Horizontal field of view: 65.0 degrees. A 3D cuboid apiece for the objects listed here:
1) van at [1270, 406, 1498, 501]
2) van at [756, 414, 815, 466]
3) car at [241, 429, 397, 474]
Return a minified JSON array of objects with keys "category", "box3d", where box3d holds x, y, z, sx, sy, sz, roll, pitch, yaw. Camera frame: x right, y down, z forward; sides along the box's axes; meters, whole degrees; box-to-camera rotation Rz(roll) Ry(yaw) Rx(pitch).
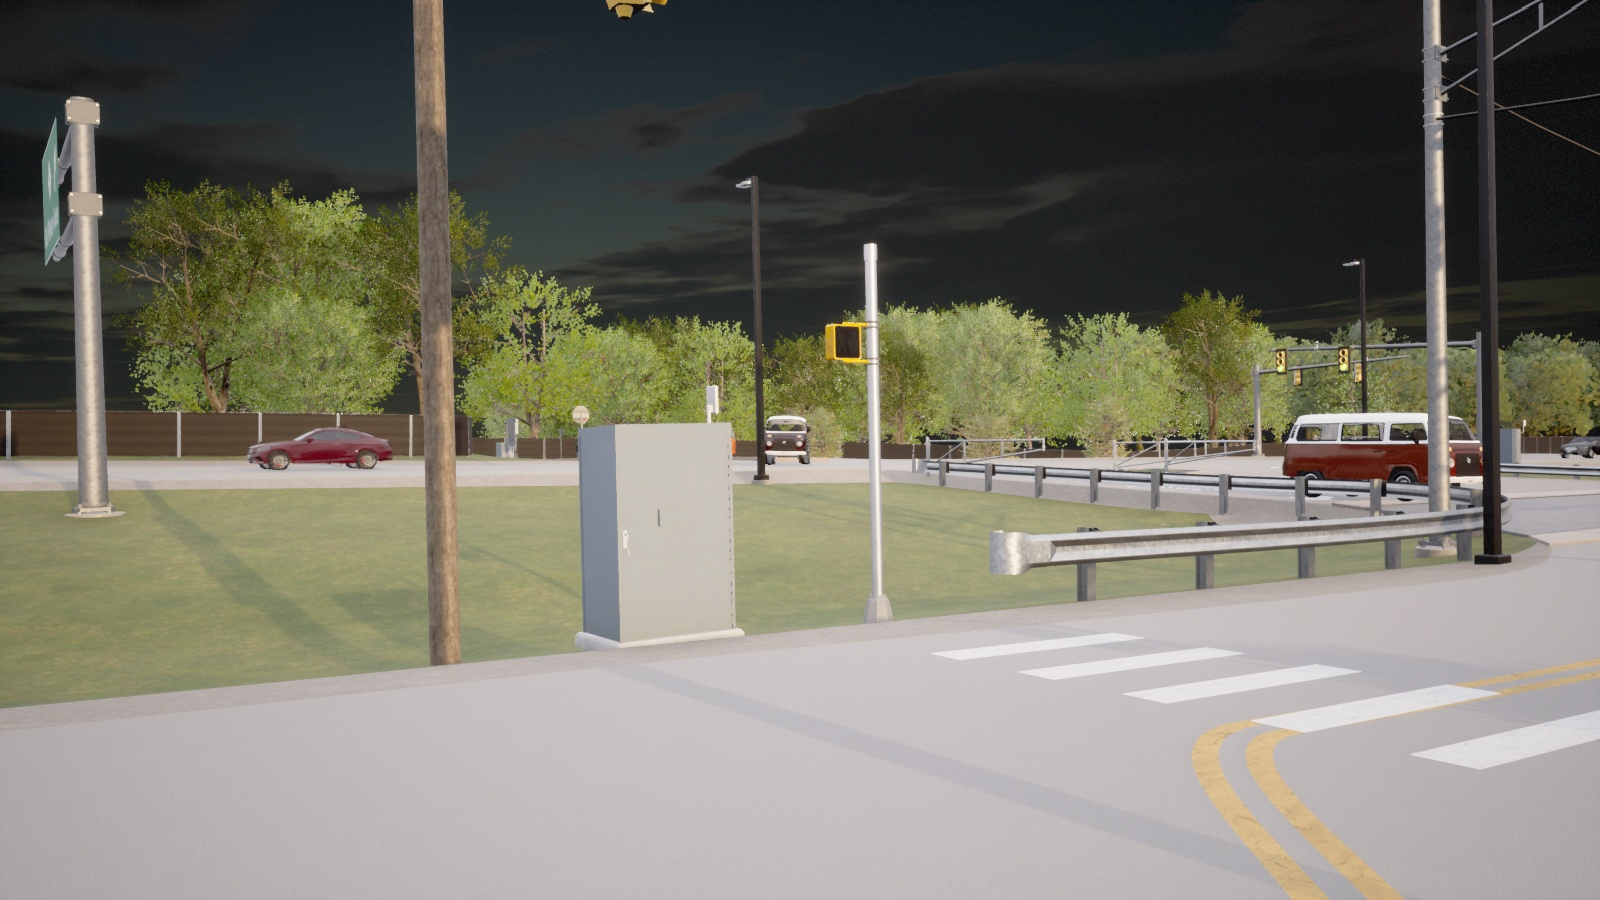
[{"category":"van","box3d":[13.654,0.076,29.632,2.069,2.038,4.480,0,0,-30]},{"category":"van","box3d":[-0.549,-0.405,51.963,2.069,2.038,4.480,1,0,4]},{"category":"car","box3d":[-16.404,0.036,42.910,4.674,1.442,1.812,-1,0,-33]}]
